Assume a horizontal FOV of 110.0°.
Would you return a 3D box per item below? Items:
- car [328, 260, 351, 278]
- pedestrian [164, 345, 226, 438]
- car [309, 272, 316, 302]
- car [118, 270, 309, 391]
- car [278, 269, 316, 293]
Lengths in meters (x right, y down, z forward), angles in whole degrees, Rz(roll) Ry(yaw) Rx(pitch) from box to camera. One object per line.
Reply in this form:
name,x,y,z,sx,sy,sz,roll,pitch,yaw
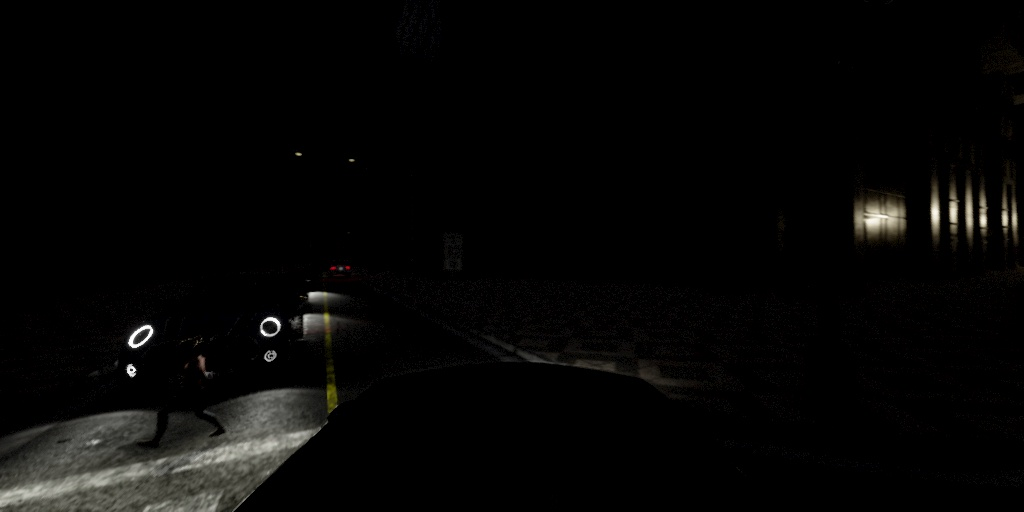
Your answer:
car,-20.266,1.491,42.198,2.150,2.045,5.566,0,-1,-28
pedestrian,-3.512,1.090,3.996,0.375,1.860,0.375,0,-1,-28
car,-9.931,1.505,15.694,2.033,1.411,5.357,0,-1,-28
car,-5.534,1.194,7.254,2.097,1.767,4.553,0,-1,-26
car,-14.567,1.641,24.530,1.994,1.385,4.181,0,-1,-27
